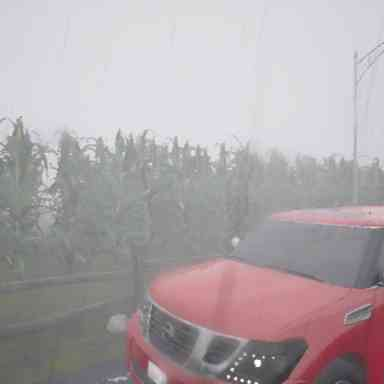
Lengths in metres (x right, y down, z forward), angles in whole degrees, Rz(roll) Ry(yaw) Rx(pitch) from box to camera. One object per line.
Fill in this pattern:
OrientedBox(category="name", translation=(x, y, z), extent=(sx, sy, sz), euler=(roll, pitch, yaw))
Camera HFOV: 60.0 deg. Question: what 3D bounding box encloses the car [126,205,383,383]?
OrientedBox(category="car", translation=(1.951, 1.239, 4.467), extent=(5.566, 2.045, 2.150), euler=(0, 0, -36))
